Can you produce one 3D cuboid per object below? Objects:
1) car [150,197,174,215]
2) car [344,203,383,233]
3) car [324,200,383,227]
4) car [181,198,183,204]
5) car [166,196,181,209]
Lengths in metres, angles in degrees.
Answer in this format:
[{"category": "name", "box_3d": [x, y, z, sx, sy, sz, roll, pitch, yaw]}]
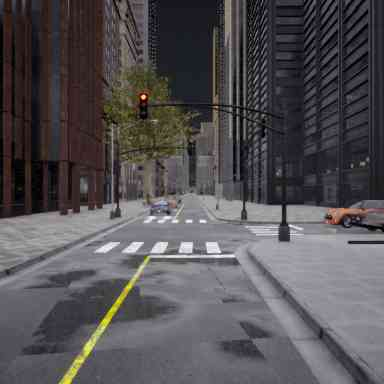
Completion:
[{"category": "car", "box_3d": [-3.074, 1.532, 33.506, 1.812, 1.442, 4.674, 0, 0, 0]}, {"category": "car", "box_3d": [11.538, 1.491, 18.082, 5.357, 1.411, 2.033, 0, 0, 0]}, {"category": "car", "box_3d": [10.860, 1.311, 21.182, 4.553, 1.767, 2.097, 0, 0, 0]}, {"category": "car", "box_3d": [-2.955, 1.581, 67.241, 1.837, 1.490, 4.892, 0, -1, 0]}, {"category": "car", "box_3d": [-3.063, 1.369, 45.673, 2.097, 1.767, 4.553, 0, 0, 0]}]
